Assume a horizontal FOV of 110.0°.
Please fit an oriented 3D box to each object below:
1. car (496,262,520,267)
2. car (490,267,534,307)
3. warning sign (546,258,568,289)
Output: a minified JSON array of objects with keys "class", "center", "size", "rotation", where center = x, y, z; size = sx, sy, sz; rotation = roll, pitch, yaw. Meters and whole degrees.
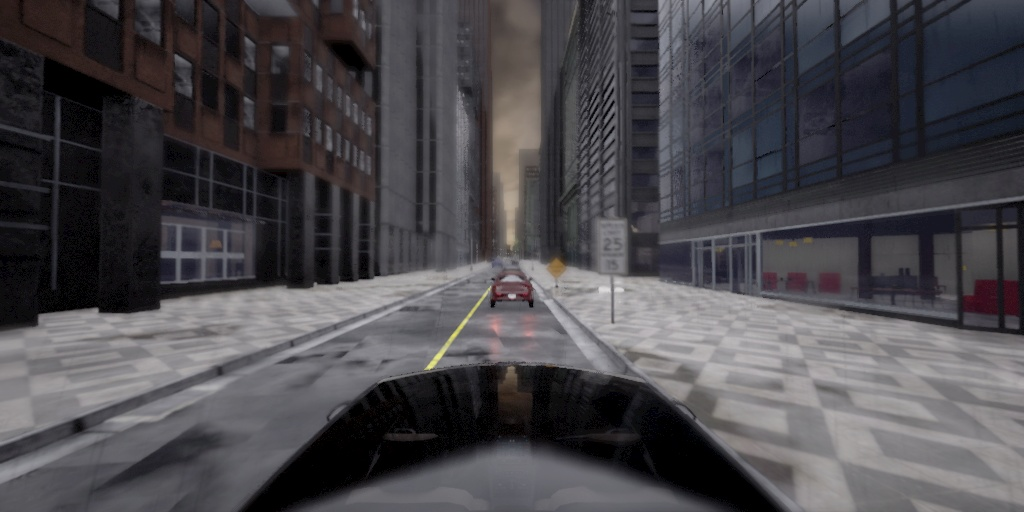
[{"class":"car","center":[0.005,1.498,31.151],"size":[2.128,1.511,4.902],"rotation":[0,0,0]},{"class":"car","center":[0.006,1.409,16.223],"size":[1.812,1.442,4.674],"rotation":[0,0,0]},{"class":"warning sign","center":[2.719,1.047,21.711],"size":[1.300,1.860,1.060],"rotation":[0,0,0]}]
